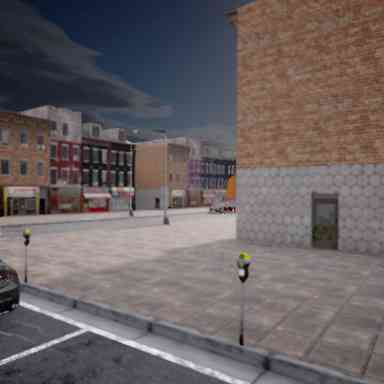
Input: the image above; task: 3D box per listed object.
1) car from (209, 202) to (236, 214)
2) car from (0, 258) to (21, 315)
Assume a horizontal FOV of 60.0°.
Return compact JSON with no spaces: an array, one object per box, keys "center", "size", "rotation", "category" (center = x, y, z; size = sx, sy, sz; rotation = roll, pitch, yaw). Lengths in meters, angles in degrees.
[{"center":[4.172,2.090,44.797],"size":[1.882,1.535,5.008],"rotation":[1,0,36],"category":"car"},{"center":[-4.977,1.597,6.346],"size":[4.403,1.369,2.008],"rotation":[0,1,36],"category":"car"}]
